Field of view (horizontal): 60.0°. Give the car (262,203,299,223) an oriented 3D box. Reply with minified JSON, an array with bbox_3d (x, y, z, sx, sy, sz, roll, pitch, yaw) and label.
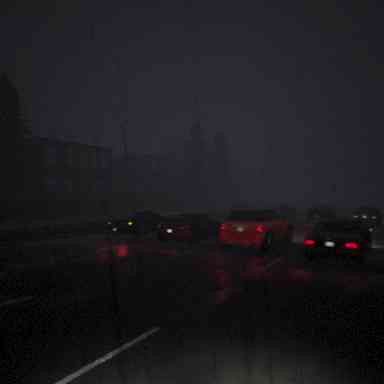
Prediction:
[{"bbox_3d":[8.172,1.794,30.316,1.882,1.535,5.008,0,0,31],"label":"car"}]

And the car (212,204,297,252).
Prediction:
[{"bbox_3d":[3.006,1.510,14.965,2.097,1.767,4.553,0,-1,31],"label":"car"}]

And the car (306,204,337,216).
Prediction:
[{"bbox_3d":[11.173,1.770,28.515,1.882,1.535,5.008,0,0,31],"label":"car"}]

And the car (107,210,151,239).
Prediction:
[{"bbox_3d":[-2.745,1.735,18.973,1.812,1.442,4.674,0,0,32],"label":"car"}]

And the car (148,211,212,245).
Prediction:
[{"bbox_3d":[0.025,1.747,16.792,1.994,1.385,4.181,0,-1,31],"label":"car"}]

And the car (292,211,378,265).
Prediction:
[{"bbox_3d":[5.530,1.675,12.388,2.033,1.411,5.357,0,-1,31],"label":"car"}]

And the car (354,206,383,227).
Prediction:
[{"bbox_3d":[13.268,1.802,25.237,2.033,1.411,5.357,0,-1,31],"label":"car"}]

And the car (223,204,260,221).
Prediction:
[{"bbox_3d":[4.720,1.897,31.380,1.994,1.385,4.181,0,-1,32],"label":"car"}]
